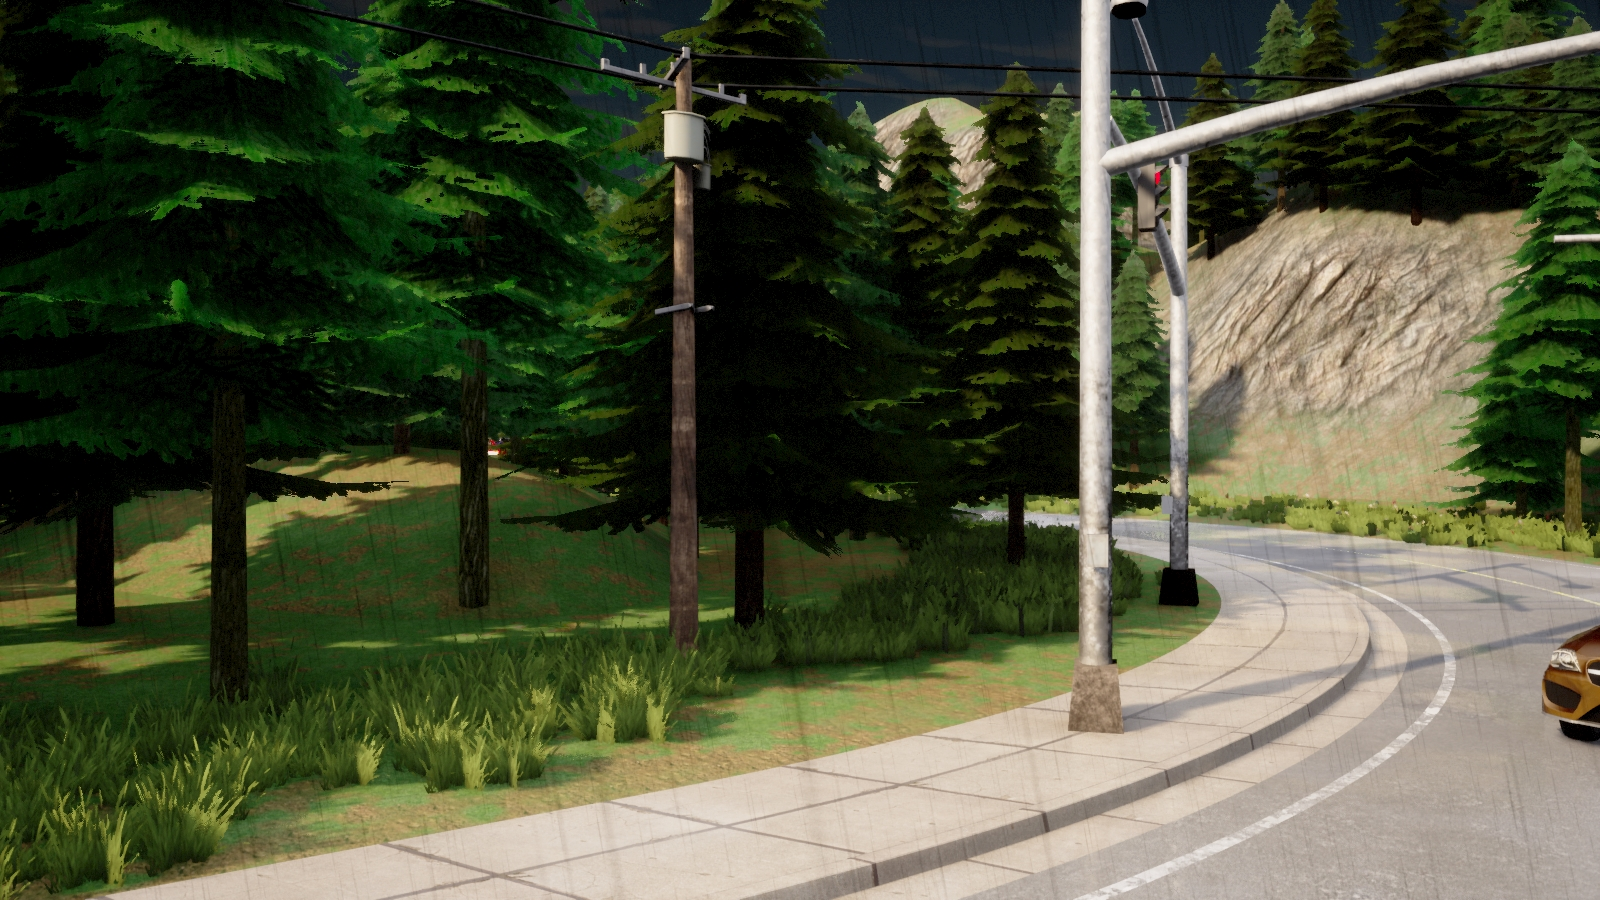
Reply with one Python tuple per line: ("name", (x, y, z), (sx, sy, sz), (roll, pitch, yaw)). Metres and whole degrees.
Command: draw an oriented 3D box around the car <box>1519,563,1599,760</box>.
("car", (9.577, 1.970, 11.147), (5.027, 1.651, 2.152), (0, 0, -29))
